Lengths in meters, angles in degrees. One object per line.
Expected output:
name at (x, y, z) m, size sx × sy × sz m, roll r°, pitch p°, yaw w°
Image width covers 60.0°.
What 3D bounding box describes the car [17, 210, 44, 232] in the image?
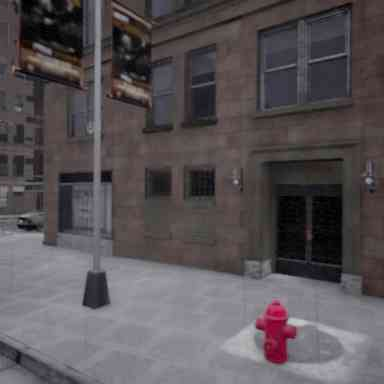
car at (-9.327, 1.864, 22.208) m, size 1.947 × 1.339 × 4.313 m, roll 0°, pitch 0°, yaw 36°
